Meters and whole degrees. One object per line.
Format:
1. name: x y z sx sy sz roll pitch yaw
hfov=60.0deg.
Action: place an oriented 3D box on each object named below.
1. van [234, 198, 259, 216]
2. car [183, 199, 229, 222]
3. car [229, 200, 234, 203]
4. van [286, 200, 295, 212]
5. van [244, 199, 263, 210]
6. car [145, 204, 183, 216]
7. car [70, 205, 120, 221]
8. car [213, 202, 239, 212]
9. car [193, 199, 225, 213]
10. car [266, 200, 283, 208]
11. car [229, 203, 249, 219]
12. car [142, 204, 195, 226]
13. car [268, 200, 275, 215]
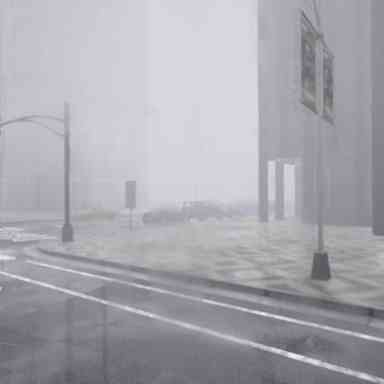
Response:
1. van: 6.883 1.891 38.900 1.690 1.788 3.998 -1 -2 36
2. car: 0.936 1.727 30.645 2.192 1.841 5.009 -1 -2 36
3. car: 7.270 1.930 49.432 2.150 2.045 5.566 0 -1 36
4. van: 15.803 2.096 51.283 1.690 1.788 3.998 -1 -2 36
5. van: 11.002 2.201 59.274 1.690 1.788 3.998 -1 -2 36
6. car: -3.252 2.082 39.431 2.008 1.369 4.403 -1 -2 36
7. car: -9.054 1.922 31.359 1.752 1.417 4.829 -1 -2 36
8. car: 5.301 2.274 51.335 1.887 1.381 4.507 -1 -2 36
9. car: 2.448 1.979 47.372 2.192 1.841 5.009 -1 -2 36
10. car: 16.809 2.432 67.352 1.967 1.590 4.097 -1 -2 36
11. car: 3.911 2.063 34.766 1.802 1.307 4.206 -1 -2 36
12. car: -2.036 1.888 26.512 1.887 1.381 4.507 -1 -2 36
13. car: 9.856 1.934 43.028 2.192 1.841 5.009 -1 -2 36
